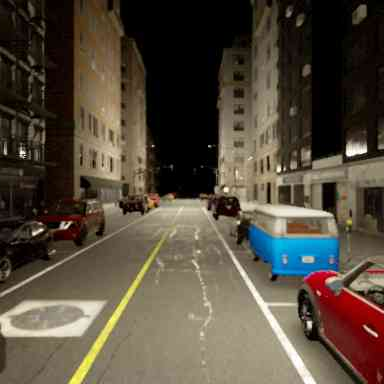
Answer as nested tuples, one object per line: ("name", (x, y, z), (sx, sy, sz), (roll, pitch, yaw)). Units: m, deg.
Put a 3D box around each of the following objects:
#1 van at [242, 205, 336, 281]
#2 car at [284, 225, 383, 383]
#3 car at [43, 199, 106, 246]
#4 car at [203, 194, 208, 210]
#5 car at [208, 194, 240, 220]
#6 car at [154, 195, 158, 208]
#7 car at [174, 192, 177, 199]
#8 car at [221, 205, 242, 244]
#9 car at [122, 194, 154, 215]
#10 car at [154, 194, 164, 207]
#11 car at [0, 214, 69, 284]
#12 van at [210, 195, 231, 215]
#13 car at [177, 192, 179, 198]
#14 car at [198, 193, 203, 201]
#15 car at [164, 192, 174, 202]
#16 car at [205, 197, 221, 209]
("van", (2.656, 1.305, 9.458), (1.690, 1.788, 3.998), (0, 0, 0))
("car", (2.646, 1.426, 3.780), (1.967, 1.590, 4.097), (0, 0, 0))
("car", (-5.367, 1.258, 15.155), (2.192, 1.841, 5.009), (0, 0, 0))
("car", (2.708, 1.169, 37.852), (2.192, 1.841, 5.009), (0, 0, 0))
("car", (2.687, 1.214, 26.494), (2.192, 1.841, 5.009), (0, 0, 0))
("car", (-5.330, 1.380, 37.698), (1.752, 1.417, 4.829), (0, 0, 0))
("car", (-5.264, 1.208, 81.348), (1.752, 1.417, 4.829), (0, 0, 0))
("car", (2.666, 1.494, 15.138), (2.008, 1.369, 4.403), (0, 0, 0))
("car", (-5.339, 1.192, 32.190), (2.192, 1.841, 5.009), (0, 0, 0))
("car", (-5.321, 1.147, 43.547), (2.192, 1.841, 5.009), (0, 0, 0))
("car", (-5.377, 1.530, 9.478), (1.947, 1.339, 4.313), (0, 0, 0))
("van", (2.697, 1.218, 32.174), (1.690, 1.788, 3.998), (0, 0, 0))
("car", (-5.252, 0.976, 87.000), (2.192, 1.841, 5.009), (0, 0, 0))
("car", (2.766, 1.275, 70.541), (2.008, 1.369, 4.403), (0, 0, 0))
("car", (-5.288, 1.250, 70.385), (1.752, 1.417, 4.829), (0, 0, 0))
("car", (2.717, 1.414, 43.533), (1.802, 1.307, 4.206), (0, 0, 0))
